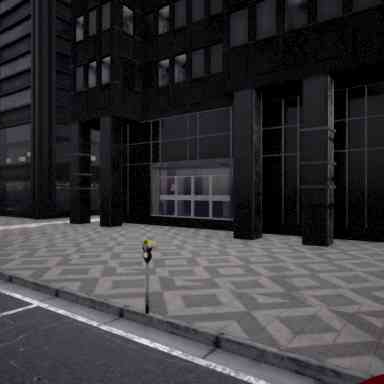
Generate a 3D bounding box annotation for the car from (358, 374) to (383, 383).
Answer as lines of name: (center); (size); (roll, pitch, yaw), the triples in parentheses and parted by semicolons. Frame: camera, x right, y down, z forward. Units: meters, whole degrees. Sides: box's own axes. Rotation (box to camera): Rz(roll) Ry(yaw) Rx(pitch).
car: (2.762, 1.545, 0.989); (4.507, 1.381, 1.887); (0, 0, 36)
